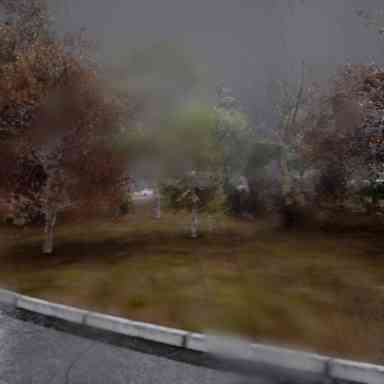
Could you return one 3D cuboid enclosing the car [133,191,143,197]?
[{"bbox_3d":[-16.459,0.625,88.880,1.946,1.575,5.366,-1,2,44],"label":"car"}]

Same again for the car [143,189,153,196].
[{"bbox_3d":[-12.429,0.104,93.039,2.435,2.045,5.566,-1,2,44],"label":"car"}]
